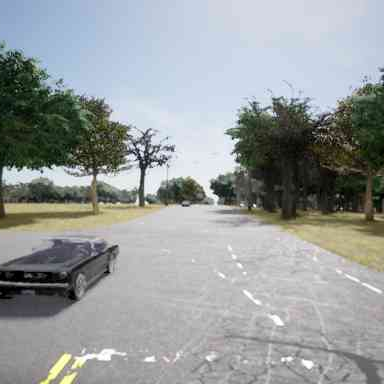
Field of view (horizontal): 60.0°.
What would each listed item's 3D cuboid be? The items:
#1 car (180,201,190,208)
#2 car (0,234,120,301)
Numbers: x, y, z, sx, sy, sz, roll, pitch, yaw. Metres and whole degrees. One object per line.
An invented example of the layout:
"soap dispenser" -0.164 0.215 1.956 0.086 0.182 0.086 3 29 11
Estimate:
"car" -1.386 2.652 73.255 2.033 1.411 5.357 1 -1 4
"car" -3.471 1.915 9.331 1.895 1.301 4.718 1 -1 1
